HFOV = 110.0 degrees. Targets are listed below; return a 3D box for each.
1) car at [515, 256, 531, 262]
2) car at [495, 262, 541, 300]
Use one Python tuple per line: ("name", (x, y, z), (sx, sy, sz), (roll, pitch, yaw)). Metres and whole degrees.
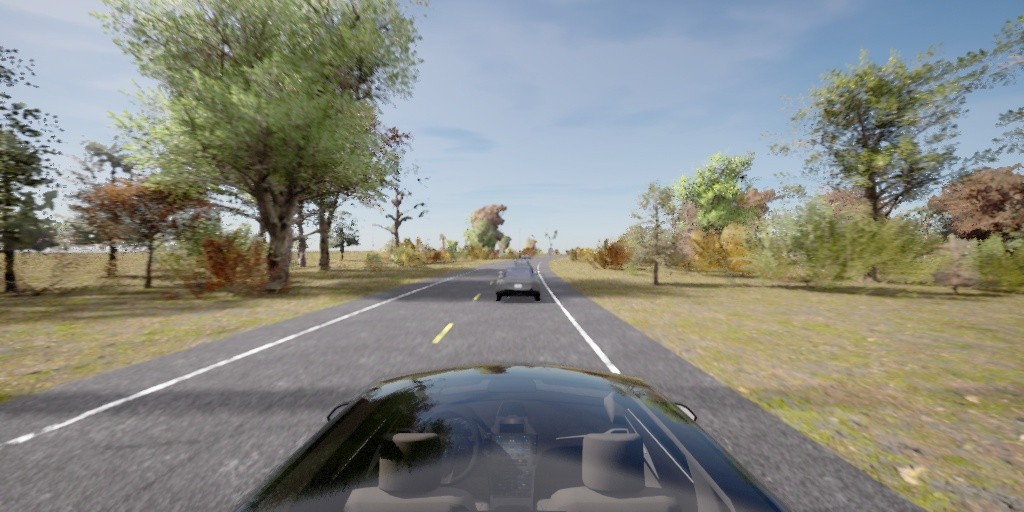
("car", (0.960, 0.998, 34.187), (1.994, 1.385, 4.181), (0, 1, 3))
("car", (0.295, 1.170, 16.658), (1.994, 1.385, 4.181), (0, 1, 1))
